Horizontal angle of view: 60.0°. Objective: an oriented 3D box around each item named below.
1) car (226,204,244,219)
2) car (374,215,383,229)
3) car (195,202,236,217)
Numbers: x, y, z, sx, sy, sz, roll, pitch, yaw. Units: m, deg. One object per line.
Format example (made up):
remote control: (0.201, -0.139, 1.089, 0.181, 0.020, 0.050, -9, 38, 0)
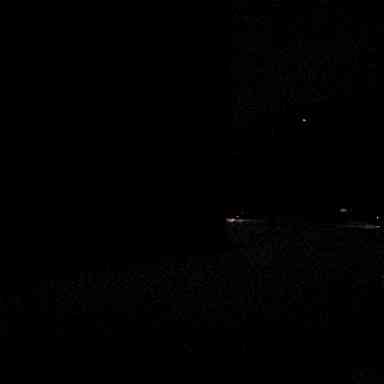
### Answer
car: (2.515, 1.817, 31.452, 2.033, 1.411, 5.357, 1, -2, -35)
car: (13.735, 1.691, 20.646, 1.994, 1.385, 4.181, 1, -1, -35)
car: (2.478, 1.898, 36.637, 1.837, 1.490, 4.892, 1, -2, -35)
